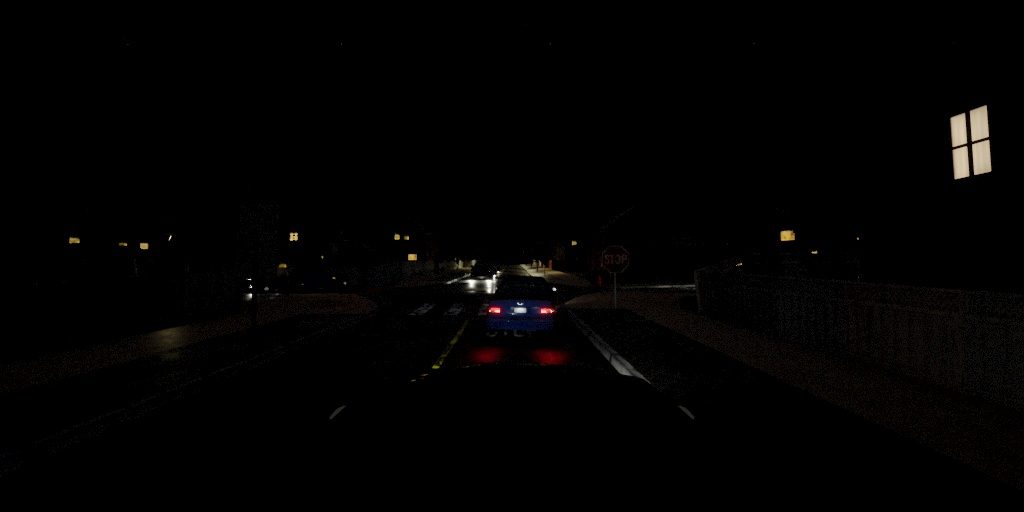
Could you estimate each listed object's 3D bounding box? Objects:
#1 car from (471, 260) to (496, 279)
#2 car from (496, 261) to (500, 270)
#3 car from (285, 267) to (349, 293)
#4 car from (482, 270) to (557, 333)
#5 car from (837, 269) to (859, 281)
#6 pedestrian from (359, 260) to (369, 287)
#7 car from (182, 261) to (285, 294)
[{"bbox_3d":[-2.807,1.307,34.276,1.882,1.535,5.008,0,0,0],"label":"car"},{"bbox_3d":[-2.788,1.372,43.746,1.837,1.490,4.892,0,0,0],"label":"car"},{"bbox_3d":[-11.973,1.382,20.816,4.674,1.442,1.812,0,-3,0],"label":"car"},{"bbox_3d":[0.375,1.310,10.809,2.033,1.411,5.357,0,0,4],"label":"car"},{"bbox_3d":[27.163,1.275,27.475,4.892,1.490,1.837,0,-3,-20],"label":"car"},{"bbox_3d":[-9.792,1.148,23.672,0.375,1.860,0.375,0,-3,-1],"label":"pedestrian"},{"bbox_3d":[-14.476,1.060,17.999,4.553,1.767,2.097,0,-3,2],"label":"car"}]
